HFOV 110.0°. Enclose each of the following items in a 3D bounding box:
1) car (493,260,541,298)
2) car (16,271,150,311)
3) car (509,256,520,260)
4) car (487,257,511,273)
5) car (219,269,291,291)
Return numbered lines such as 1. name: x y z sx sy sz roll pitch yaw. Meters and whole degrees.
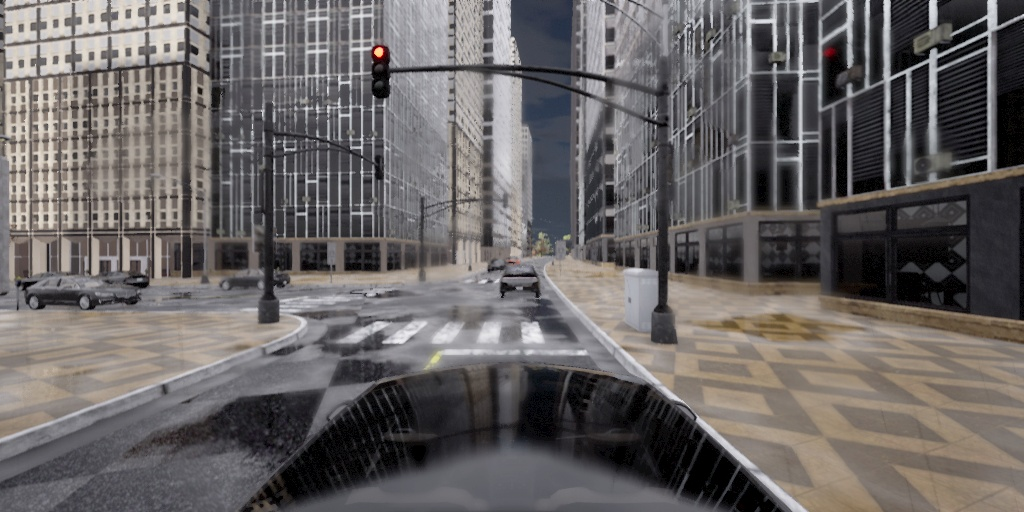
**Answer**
1. car: 0.422 1.175 18.085 2.128 1.511 4.902 -1 0 2
2. car: -18.127 1.502 15.231 4.403 1.370 2.007 0 0 9
3. car: 0.119 0.791 56.641 2.097 1.767 4.553 0 1 7
4. car: -1.568 1.055 39.119 1.837 1.490 4.892 0 0 5
5. car: -16.815 1.506 23.508 4.403 1.370 2.007 0 0 9
